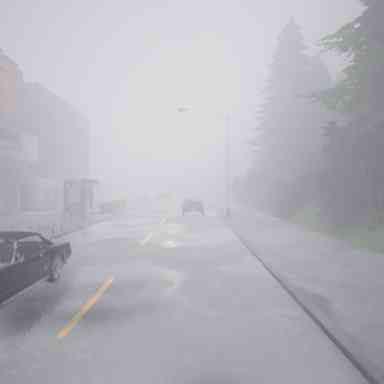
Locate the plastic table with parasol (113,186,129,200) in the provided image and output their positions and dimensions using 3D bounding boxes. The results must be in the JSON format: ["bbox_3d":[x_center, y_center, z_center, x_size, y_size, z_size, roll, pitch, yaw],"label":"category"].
[{"bbox_3d":[-13.350,0.126,62.394,2.482,2.480,2.482,0,1,0],"label":"plastic table with parasol"}]

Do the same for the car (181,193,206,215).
[{"bbox_3d":[0.109,1.134,28.826,1.837,1.490,4.892,0,1,0],"label":"car"}]

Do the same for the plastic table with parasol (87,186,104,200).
[{"bbox_3d":[-17.660,0.145,60.936,2.482,2.480,2.482,0,1,0],"label":"plastic table with parasol"}]

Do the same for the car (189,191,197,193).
[{"bbox_3d":[0.108,0.637,55.741,2.097,1.767,4.553,0,1,0],"label":"car"}]

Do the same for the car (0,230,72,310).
[{"bbox_3d":[-4.097,1.515,6.568,1.895,1.301,4.718,0,1,0],"label":"car"}]
